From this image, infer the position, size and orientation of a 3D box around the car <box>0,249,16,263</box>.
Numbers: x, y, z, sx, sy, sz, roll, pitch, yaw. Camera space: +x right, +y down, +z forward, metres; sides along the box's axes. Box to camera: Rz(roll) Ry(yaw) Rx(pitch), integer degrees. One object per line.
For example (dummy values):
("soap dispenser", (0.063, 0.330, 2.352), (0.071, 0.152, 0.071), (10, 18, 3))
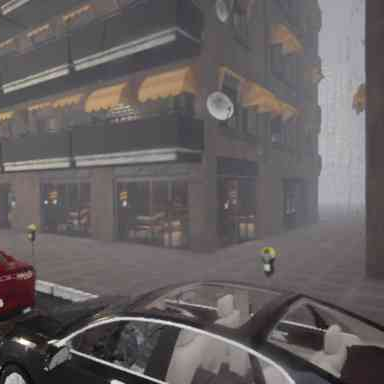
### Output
("car", (-4.698, 1.494, 6.057), (4.507, 1.381, 1.887), (0, 1, 34))

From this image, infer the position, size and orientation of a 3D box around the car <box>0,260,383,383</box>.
("car", (-0.015, 1.508, 2.931), (4.403, 1.369, 2.008), (0, 1, 34))
